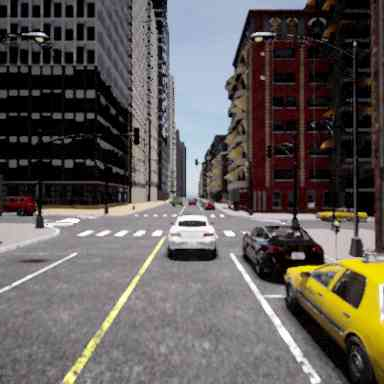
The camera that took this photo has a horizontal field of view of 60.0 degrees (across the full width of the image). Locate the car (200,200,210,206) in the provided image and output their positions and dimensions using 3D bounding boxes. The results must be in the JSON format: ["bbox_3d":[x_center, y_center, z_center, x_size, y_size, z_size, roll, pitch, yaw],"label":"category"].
[{"bbox_3d":[2.755,2.336,71.124,2.008,1.369,4.403,0,-1,0],"label":"car"}]

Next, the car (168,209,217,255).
[{"bbox_3d":[0.006,1.676,13.885,1.812,1.442,4.674,0,0,0],"label":"car"}]

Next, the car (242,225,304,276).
[{"bbox_3d":[2.700,1.680,10.539,1.947,1.339,4.313,0,-1,0],"label":"car"}]

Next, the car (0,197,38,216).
[{"bbox_3d":[-17.665,1.379,32.624,5.009,1.841,2.192,1,-2,0],"label":"car"}]

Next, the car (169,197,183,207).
[{"bbox_3d":[-2.945,1.967,67.478,2.150,2.045,5.566,0,-1,0],"label":"car"}]

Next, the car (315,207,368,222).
[{"bbox_3d":[14.672,2.187,32.864,4.829,1.417,1.752,1,-2,0],"label":"car"}]

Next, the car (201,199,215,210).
[{"bbox_3d":[2.788,2.156,52.560,1.802,1.307,4.206,0,-1,0],"label":"car"}]

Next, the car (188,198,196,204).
[{"bbox_3d":[0.077,2.331,85.163,1.994,1.385,4.181,0,-1,0],"label":"car"}]

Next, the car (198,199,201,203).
[{"bbox_3d":[2.749,2.271,65.476,2.008,1.369,4.403,0,-1,0],"label":"car"}]

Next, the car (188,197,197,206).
[{"bbox_3d":[0.068,2.375,75.126,1.994,1.385,4.181,0,-1,0],"label":"car"}]

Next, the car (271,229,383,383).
[{"bbox_3d":[2.695,1.580,5.027,1.752,1.417,4.829,0,-1,0],"label":"car"}]
